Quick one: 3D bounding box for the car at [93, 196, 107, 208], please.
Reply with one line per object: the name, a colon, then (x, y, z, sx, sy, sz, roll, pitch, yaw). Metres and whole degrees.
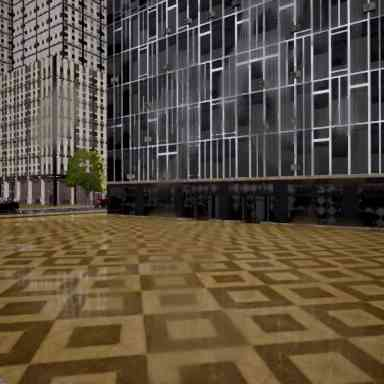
car: (-13.459, 1.492, 53.387, 2.192, 1.841, 5.009, -1, -1, 35)

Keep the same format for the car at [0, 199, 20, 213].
car: (-21.725, 1.585, 36.831, 2.128, 1.511, 4.902, 0, 0, 35)
